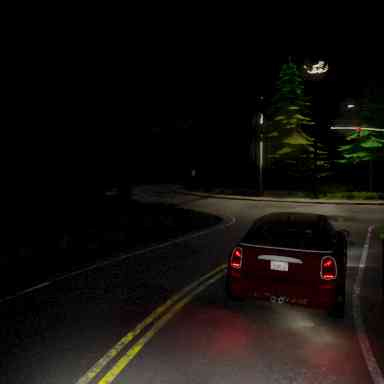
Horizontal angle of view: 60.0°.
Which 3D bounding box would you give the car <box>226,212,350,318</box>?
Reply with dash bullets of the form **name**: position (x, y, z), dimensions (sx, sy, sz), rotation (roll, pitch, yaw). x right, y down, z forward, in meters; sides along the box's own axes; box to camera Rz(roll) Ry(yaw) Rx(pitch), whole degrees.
- **car**: position (2.412, 1.238, 7.659), dimensions (2.097, 1.767, 4.553), rotation (2, 2, 25)
